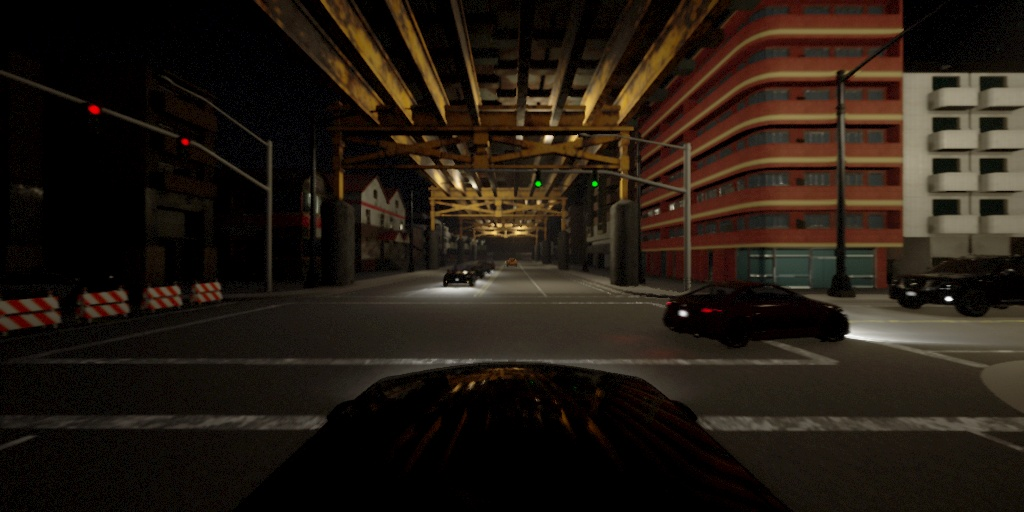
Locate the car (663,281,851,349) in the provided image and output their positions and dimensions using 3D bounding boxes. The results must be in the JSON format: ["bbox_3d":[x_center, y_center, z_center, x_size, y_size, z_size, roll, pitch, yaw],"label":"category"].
[{"bbox_3d":[5.993,1.329,8.921,4.181,1.385,1.994,0,0,-13],"label":"car"}]

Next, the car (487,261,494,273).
[{"bbox_3d":[-3.597,1.353,43.582,1.812,1.442,4.674,0,0,0],"label":"car"}]

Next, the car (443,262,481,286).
[{"bbox_3d":[-3.601,1.363,25.479,1.994,1.385,4.181,0,0,0],"label":"car"}]

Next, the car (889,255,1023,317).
[{"bbox_3d":[17.044,0.995,12.832,5.566,2.045,2.150,0,0,0],"label":"car"}]

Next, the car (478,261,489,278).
[{"bbox_3d":[-3.604,1.418,34.365,1.895,1.301,4.718,0,0,0],"label":"car"}]
